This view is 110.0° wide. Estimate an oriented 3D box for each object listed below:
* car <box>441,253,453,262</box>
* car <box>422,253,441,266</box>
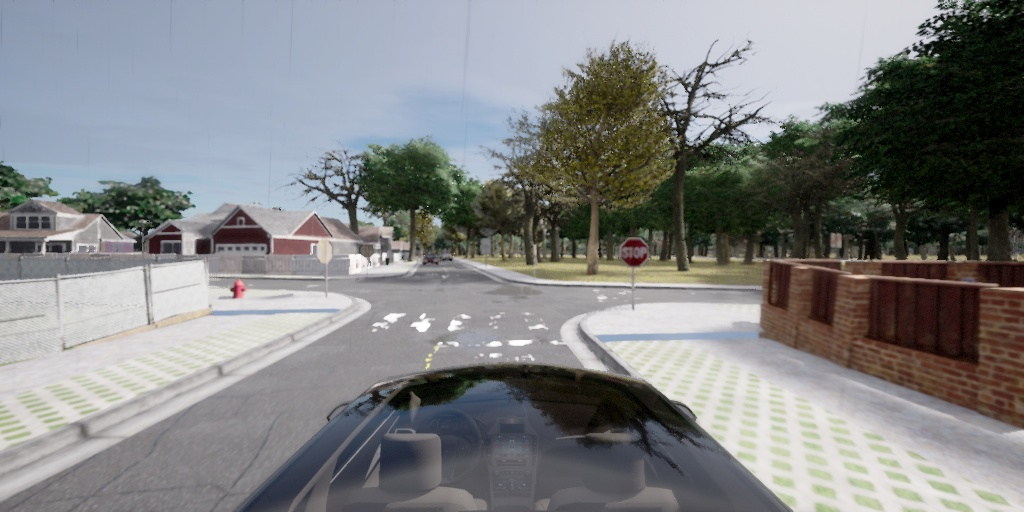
[{"bbox_3d":[-11.603,0.325,64.045,1.895,1.301,4.718,0,1,-13],"label":"car"},{"bbox_3d":[-10.546,0.508,46.520,1.994,1.385,4.181,0,1,-12],"label":"car"}]
